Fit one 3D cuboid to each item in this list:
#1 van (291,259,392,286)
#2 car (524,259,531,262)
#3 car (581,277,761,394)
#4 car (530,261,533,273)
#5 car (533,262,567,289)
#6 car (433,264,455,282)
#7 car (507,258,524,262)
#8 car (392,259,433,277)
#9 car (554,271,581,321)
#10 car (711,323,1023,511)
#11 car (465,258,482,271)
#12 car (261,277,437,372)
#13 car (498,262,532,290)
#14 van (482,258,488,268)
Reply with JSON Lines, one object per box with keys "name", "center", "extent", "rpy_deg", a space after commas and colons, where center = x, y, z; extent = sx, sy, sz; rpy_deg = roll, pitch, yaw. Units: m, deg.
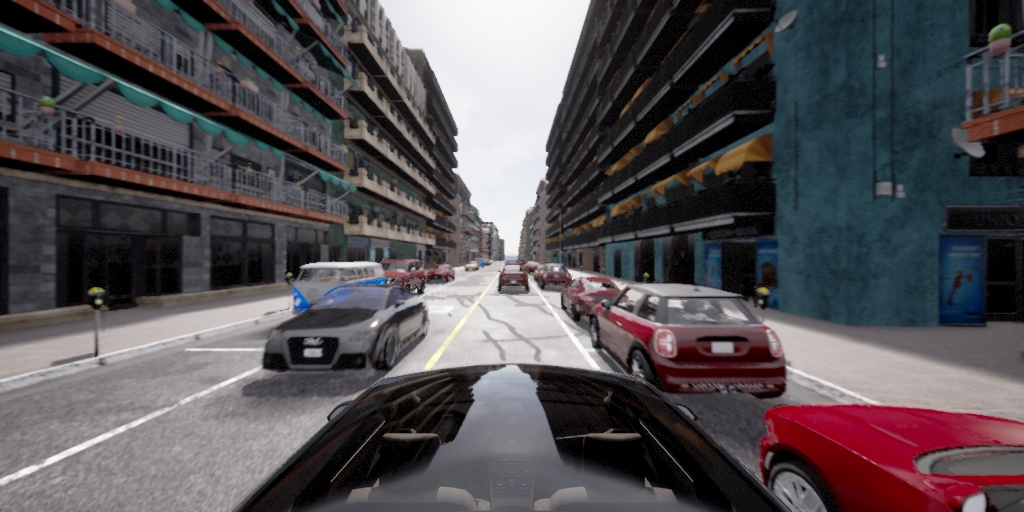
{"name": "van", "center": [-5.696, 1.100, 12.196], "extent": [1.690, 1.789, 3.998], "rpy_deg": [0, 0, 0]}
{"name": "car", "center": [2.669, 1.373, 40.485], "extent": [1.888, 1.381, 4.507], "rpy_deg": [0, 0, 0]}
{"name": "car", "center": [2.687, 1.194, 6.516], "extent": [1.967, 1.591, 4.097], "rpy_deg": [0, 0, 0]}
{"name": "car", "center": [2.675, 1.324, 29.330], "extent": [1.751, 1.417, 4.829], "rpy_deg": [0, 0, 0]}
{"name": "car", "center": [2.678, 1.223, 23.498], "extent": [1.967, 1.591, 4.097], "rpy_deg": [0, 0, 0]}
{"name": "car", "center": [-5.705, 1.343, 29.179], "extent": [1.888, 1.381, 4.507], "rpy_deg": [0, 0, 0]}
{"name": "car", "center": [0.077, 1.195, 46.021], "extent": [2.097, 1.767, 4.553], "rpy_deg": [0, 0, 0]}
{"name": "car", "center": [-5.699, 1.085, 17.855], "extent": [2.192, 1.841, 5.009], "rpy_deg": [0, 0, 0]}
{"name": "car", "center": [2.684, 1.342, 12.179], "extent": [1.802, 1.307, 4.207], "rpy_deg": [0, 0, 0]}
{"name": "car", "center": [2.690, 1.295, 0.856], "extent": [1.888, 1.381, 4.507], "rpy_deg": [0, 0, 0]}
{"name": "car", "center": [-5.717, 1.386, 51.657], "extent": [1.751, 1.417, 4.829], "rpy_deg": [0, 0, 0]}
{"name": "car", "center": [-3.099, 1.319, 7.574], "extent": [1.994, 1.385, 4.181], "rpy_deg": [0, 0, 0]}
{"name": "car", "center": [0.090, 1.307, 22.630], "extent": [1.812, 1.442, 4.674], "rpy_deg": [0, 0, 0]}
{"name": "van", "center": [-5.723, 1.244, 63.150], "extent": [1.690, 1.789, 3.998], "rpy_deg": [0, 0, 0]}
